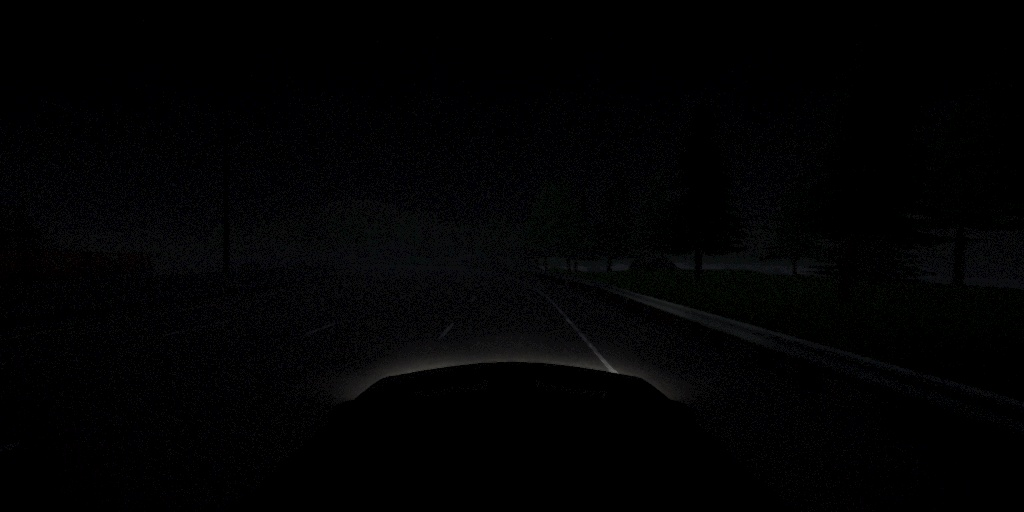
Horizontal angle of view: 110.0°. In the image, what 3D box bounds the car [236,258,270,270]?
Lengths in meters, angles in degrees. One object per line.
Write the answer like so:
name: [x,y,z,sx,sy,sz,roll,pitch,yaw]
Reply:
car: [-30.378,1.294,41.946,2.128,1.511,4.902,0,1,-26]
